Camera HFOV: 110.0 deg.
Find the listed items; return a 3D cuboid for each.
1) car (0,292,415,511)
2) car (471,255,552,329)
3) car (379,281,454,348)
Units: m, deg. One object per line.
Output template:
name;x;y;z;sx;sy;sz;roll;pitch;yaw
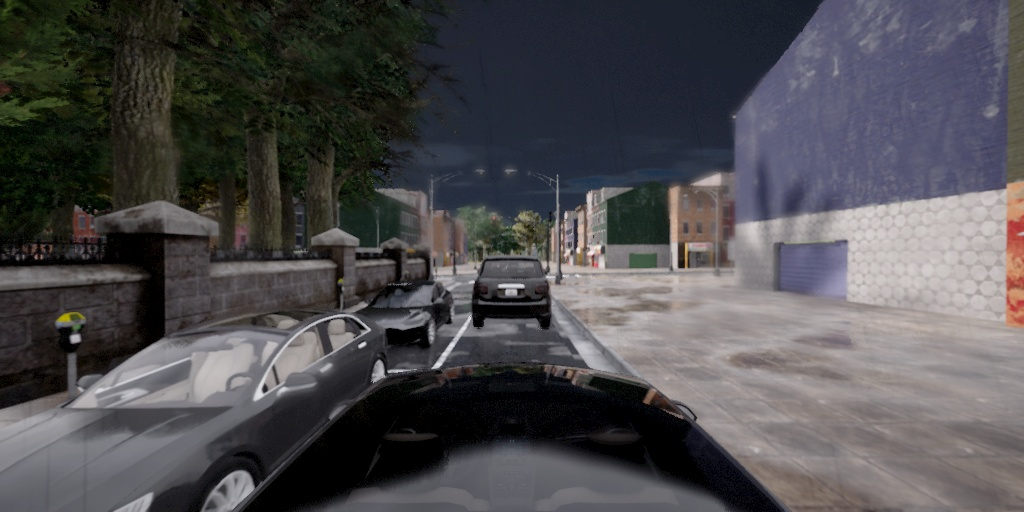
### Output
car;-2.635;1.305;3.636;2.007;1.370;4.403;0;0;0
car;0.009;0.997;11.531;2.150;2.045;5.566;0;0;1
car;-2.612;1.335;9.325;1.948;1.339;4.313;0;0;0
